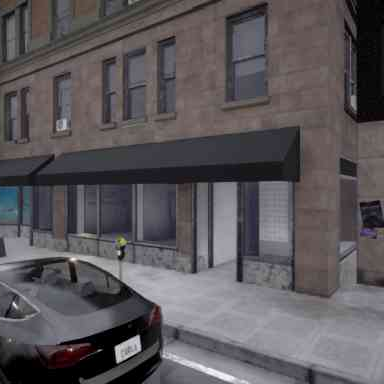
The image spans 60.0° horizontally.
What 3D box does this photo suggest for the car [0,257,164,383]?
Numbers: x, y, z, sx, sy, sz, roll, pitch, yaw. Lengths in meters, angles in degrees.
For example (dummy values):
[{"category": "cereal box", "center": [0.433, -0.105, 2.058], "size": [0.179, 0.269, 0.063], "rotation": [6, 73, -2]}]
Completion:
[{"category": "car", "center": [-2.314, 1.566, 4.451], "size": [4.313, 1.339, 1.947], "rotation": [0, 0, 35]}]
